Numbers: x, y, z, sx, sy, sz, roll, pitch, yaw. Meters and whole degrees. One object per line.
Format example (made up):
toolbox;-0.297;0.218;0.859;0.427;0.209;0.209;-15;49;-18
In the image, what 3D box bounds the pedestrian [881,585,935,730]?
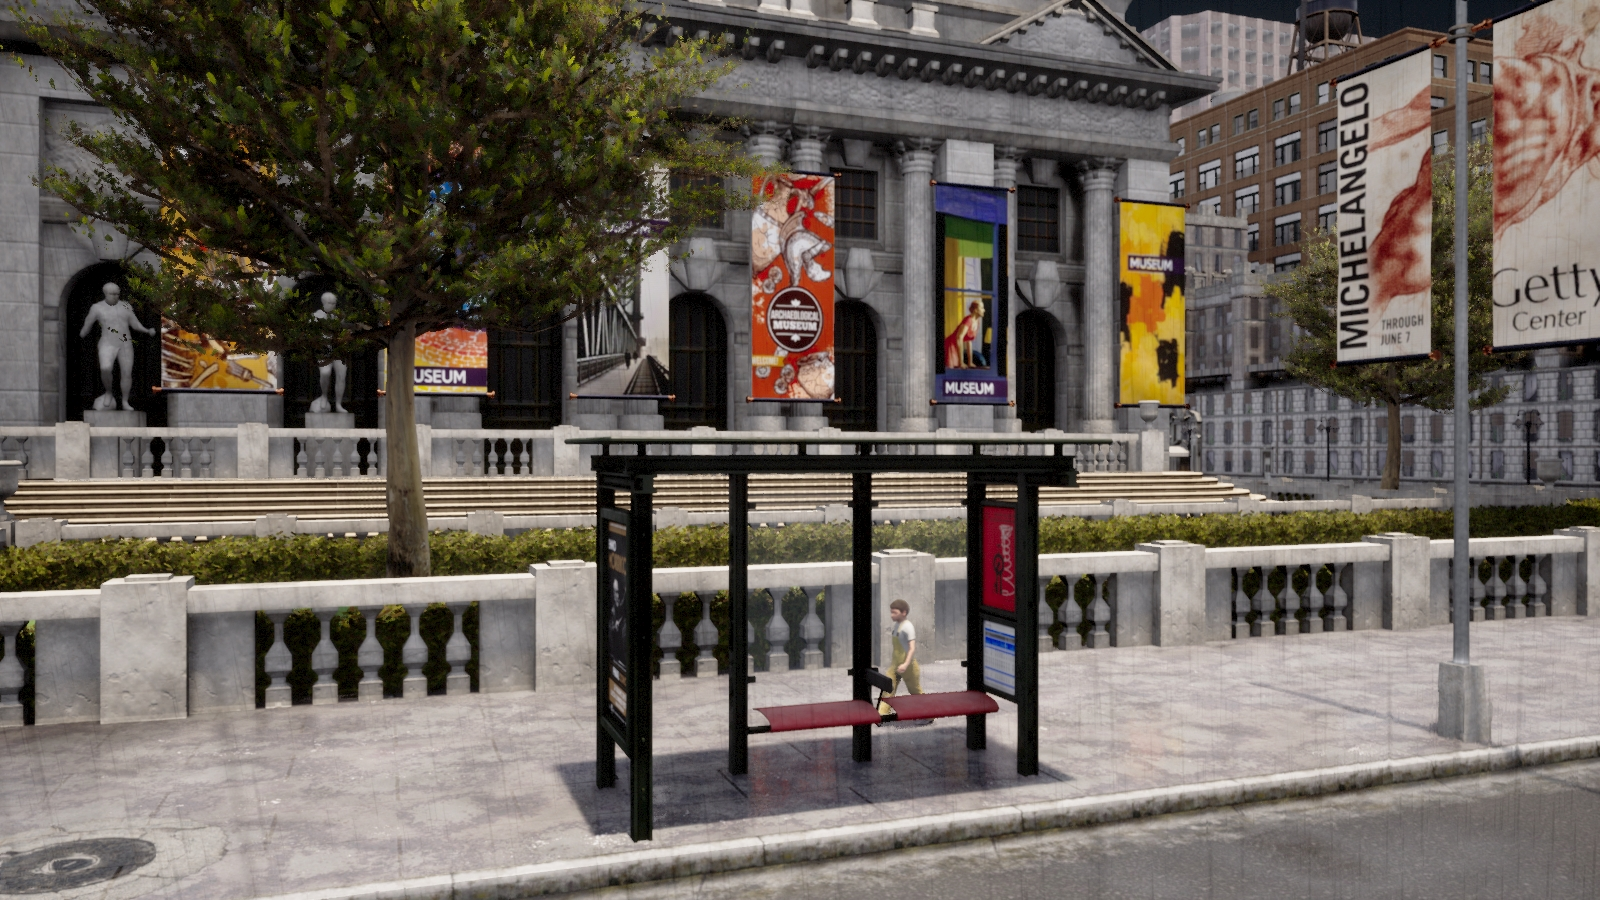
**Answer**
pedestrian;1.038;1.978;10.989;0.375;1.300;0.375;0;0;-25
